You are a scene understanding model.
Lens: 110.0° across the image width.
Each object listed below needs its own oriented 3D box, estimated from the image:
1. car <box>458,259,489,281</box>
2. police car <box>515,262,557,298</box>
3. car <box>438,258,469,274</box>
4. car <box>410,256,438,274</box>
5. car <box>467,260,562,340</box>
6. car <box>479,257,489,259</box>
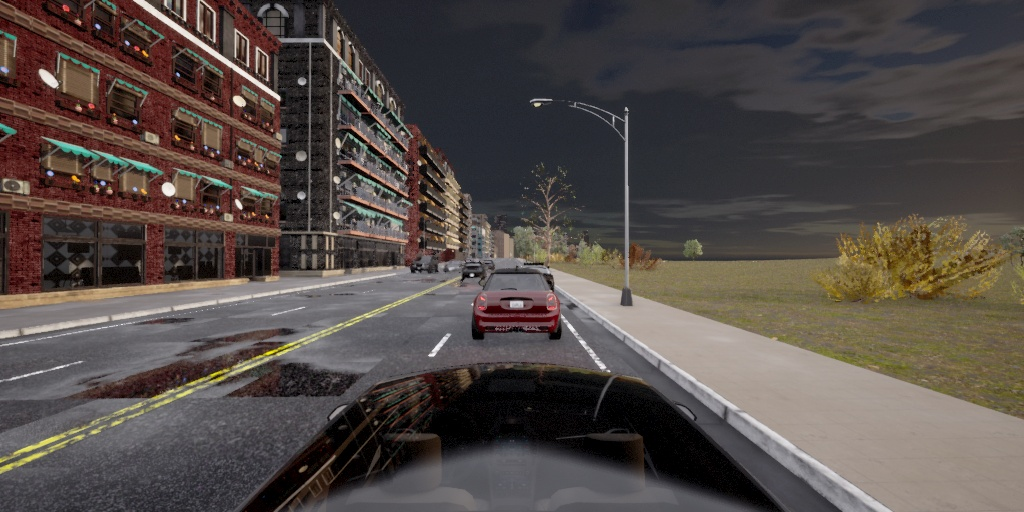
[{"bbox_3d":[-3.090,1.254,30.215,1.837,1.490,4.892,0,-1,0],"label":"car"},{"bbox_3d":[1.174,1.177,19.649,1.930,1.638,5.238,0,0,0],"label":"police car"},{"bbox_3d":[-6.518,1.243,40.729,2.128,1.511,4.902,0,0,0],"label":"car"},{"bbox_3d":[-9.769,0.973,40.476,2.150,2.045,5.566,0,0,0],"label":"car"},{"bbox_3d":[0.113,1.103,10.154,2.097,1.767,4.553,0,0,0],"label":"car"},{"bbox_3d":[-3.056,1.256,45.688,1.837,1.490,4.892,0,0,0],"label":"car"}]
